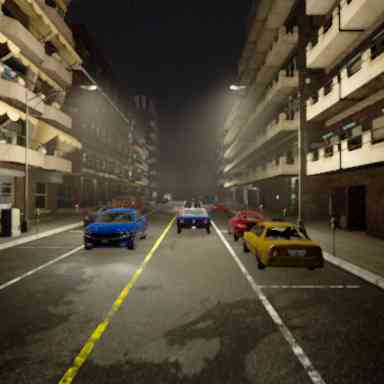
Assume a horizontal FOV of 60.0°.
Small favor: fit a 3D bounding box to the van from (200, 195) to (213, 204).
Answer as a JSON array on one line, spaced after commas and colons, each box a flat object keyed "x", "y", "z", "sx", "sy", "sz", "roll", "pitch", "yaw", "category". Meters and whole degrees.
[{"x": 2.701, "y": 1.341, "z": 55.251, "sx": 1.690, "sy": 1.788, "sz": 3.998, "roll": 1, "pitch": 0, "yaw": 0, "category": "van"}]

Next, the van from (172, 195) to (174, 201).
[{"x": -5.686, "y": 1.342, "z": 77.574, "sx": 1.690, "sy": 1.788, "sz": 3.998, "roll": 1, "pitch": 0, "yaw": 0, "category": "van"}]

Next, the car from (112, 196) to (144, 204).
[{"x": -5.679, "y": 1.315, "z": 27.433, "sx": 2.192, "sy": 1.841, "sz": 5.009, "roll": 1, "pitch": 0, "yaw": 0, "category": "car"}]

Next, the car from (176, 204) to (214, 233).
[{"x": 0.093, "y": 1.601, "z": 19.800, "sx": 1.895, "sy": 1.301, "sz": 4.718, "roll": 0, "pitch": 0, "yaw": 0, "category": "car"}]

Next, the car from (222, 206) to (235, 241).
[{"x": 2.698, "y": 1.582, "z": 16.253, "sx": 1.802, "sy": 1.307, "sz": 4.206, "roll": 1, "pitch": 0, "yaw": 0, "category": "car"}]

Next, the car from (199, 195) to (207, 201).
[{"x": 2.658, "y": 1.567, "z": 83.106, "sx": 1.947, "sy": 1.339, "sz": 4.313, "roll": 1, "pitch": 0, "yaw": 0, "category": "car"}]

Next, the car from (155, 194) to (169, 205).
[{"x": -5.686, "y": 1.526, "z": 60.690, "sx": 1.752, "sy": 1.417, "sz": 4.829, "roll": 1, "pitch": 0, "yaw": 0, "category": "car"}]

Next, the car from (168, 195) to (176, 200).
[{"x": -5.690, "y": 1.553, "z": 94.288, "sx": 2.008, "sy": 1.369, "sz": 4.403, "roll": 1, "pitch": 0, "yaw": 0, "category": "car"}]

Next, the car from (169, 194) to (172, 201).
[{"x": -5.687, "y": 1.567, "z": 66.432, "sx": 1.947, "sy": 1.339, "sz": 4.313, "roll": 1, "pitch": 0, "yaw": 0, "category": "car"}]

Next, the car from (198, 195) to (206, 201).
[{"x": 2.658, "y": 1.584, "z": 88.678, "sx": 1.802, "sy": 1.307, "sz": 4.206, "roll": 1, "pitch": 0, "yaw": 0, "category": "car"}]

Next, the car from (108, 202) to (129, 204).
[{"x": -5.682, "y": 1.566, "z": 21.863, "sx": 1.947, "sy": 1.339, "sz": 4.313, "roll": 1, "pitch": 0, "yaw": 0, "category": "car"}]

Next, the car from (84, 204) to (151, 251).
[{"x": -3.102, "y": 1.477, "z": 14.298, "sx": 1.882, "sy": 1.535, "sz": 5.008, "roll": 0, "pitch": 0, "yaw": 0, "category": "car"}]

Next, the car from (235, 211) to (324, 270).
[{"x": 2.700, "y": 1.525, "z": 10.851, "sx": 1.752, "sy": 1.417, "sz": 4.829, "roll": 1, "pitch": 0, "yaw": 0, "category": "car"}]

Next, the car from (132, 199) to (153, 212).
[{"x": -5.684, "y": 1.582, "z": 38.576, "sx": 1.802, "sy": 1.307, "sz": 4.206, "roll": 1, "pitch": 0, "yaw": 0, "category": "car"}]

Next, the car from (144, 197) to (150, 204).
[{"x": -5.680, "y": 1.315, "z": 33.005, "sx": 2.192, "sy": 1.841, "sz": 5.009, "roll": 1, "pitch": 0, "yaw": 0, "category": "car"}]

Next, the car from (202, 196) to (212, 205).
[{"x": 2.702, "y": 1.526, "z": 60.992, "sx": 1.752, "sy": 1.417, "sz": 4.829, "roll": 1, "pitch": 0, "yaw": 0, "category": "car"}]

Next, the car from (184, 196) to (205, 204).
[{"x": 0.090, "y": 1.547, "z": 38.605, "sx": 2.033, "sy": 1.411, "sz": 5.357, "roll": 0, "pitch": 0, "yaw": 0, "category": "car"}]

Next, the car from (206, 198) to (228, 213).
[{"x": 2.696, "y": 1.582, "z": 32.966, "sx": 1.802, "sy": 1.307, "sz": 4.206, "roll": 1, "pitch": 0, "yaw": 0, "category": "car"}]
